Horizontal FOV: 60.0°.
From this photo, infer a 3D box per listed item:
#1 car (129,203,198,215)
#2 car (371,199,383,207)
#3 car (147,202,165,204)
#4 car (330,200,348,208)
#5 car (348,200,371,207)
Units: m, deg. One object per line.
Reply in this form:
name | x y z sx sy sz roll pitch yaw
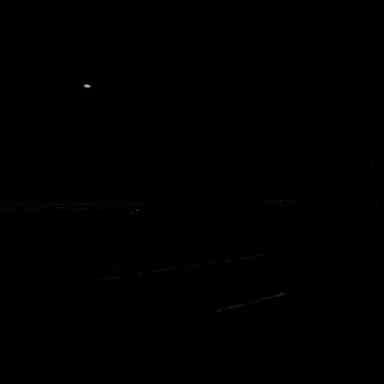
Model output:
car | -1.167 1.632 20.341 5.357 1.411 2.033 1 0 -35
car | 26.867 1.679 44.579 5.566 2.045 2.150 1 -1 -35
car | -3.596 1.647 31.488 4.674 1.442 1.812 1 0 -35
car | 22.842 1.935 50.294 5.008 1.535 1.882 1 -1 -35
car | 24.907 1.963 47.473 4.892 1.490 1.837 1 -1 -35
